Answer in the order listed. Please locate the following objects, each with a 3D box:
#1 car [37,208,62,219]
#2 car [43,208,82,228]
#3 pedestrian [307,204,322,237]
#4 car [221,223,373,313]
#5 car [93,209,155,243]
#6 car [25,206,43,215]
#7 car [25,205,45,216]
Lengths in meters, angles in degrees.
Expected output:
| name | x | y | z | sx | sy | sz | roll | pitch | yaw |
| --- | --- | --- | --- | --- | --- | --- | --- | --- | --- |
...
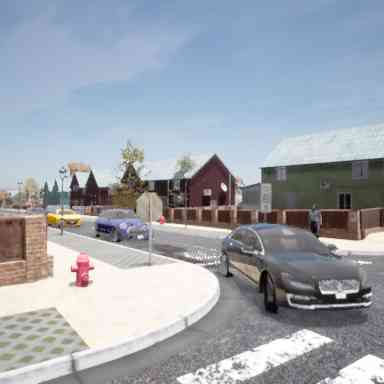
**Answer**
| name | x | y | z | sx | sy | sz | roll | pitch | yaw |
| --- | --- | --- | --- | --- | --- | --- | --- | --- | --- |
| car | -19.659 | 2.900 | 45.778 | 2.033 | 1.411 | 5.357 | 1 | -2 | -35 |
| car | -11.064 | 2.245 | 28.776 | 1.882 | 1.535 | 5.008 | 1 | -3 | -36 |
| pedestrian | 5.701 | 1.462 | 15.494 | 0.375 | 1.860 | 0.375 | 0 | 0 | -36 |
| car | 2.039 | 1.554 | 7.895 | 1.837 | 1.490 | 4.892 | 1 | -2 | -10 |
| car | -3.929 | 1.779 | 18.849 | 2.097 | 1.767 | 4.553 | 1 | -2 | -36 |
| car | -18.326 | 2.622 | 38.945 | 1.837 | 1.490 | 4.892 | 1 | -3 | -35 |
| car | -25.654 | 2.994 | 54.130 | 2.097 | 1.767 | 4.553 | 1 | -2 | -36 |
